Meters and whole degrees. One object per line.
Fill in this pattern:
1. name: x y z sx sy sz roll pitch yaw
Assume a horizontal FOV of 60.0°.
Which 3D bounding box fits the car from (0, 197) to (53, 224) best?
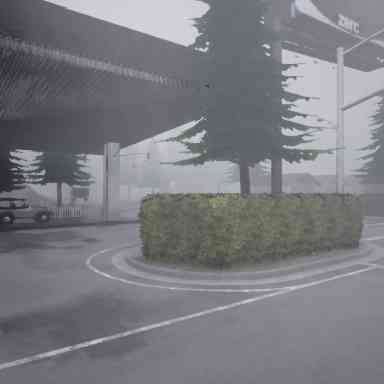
1. car: -12.015 1.313 23.453 3.866 1.878 1.905 0 0 -36
